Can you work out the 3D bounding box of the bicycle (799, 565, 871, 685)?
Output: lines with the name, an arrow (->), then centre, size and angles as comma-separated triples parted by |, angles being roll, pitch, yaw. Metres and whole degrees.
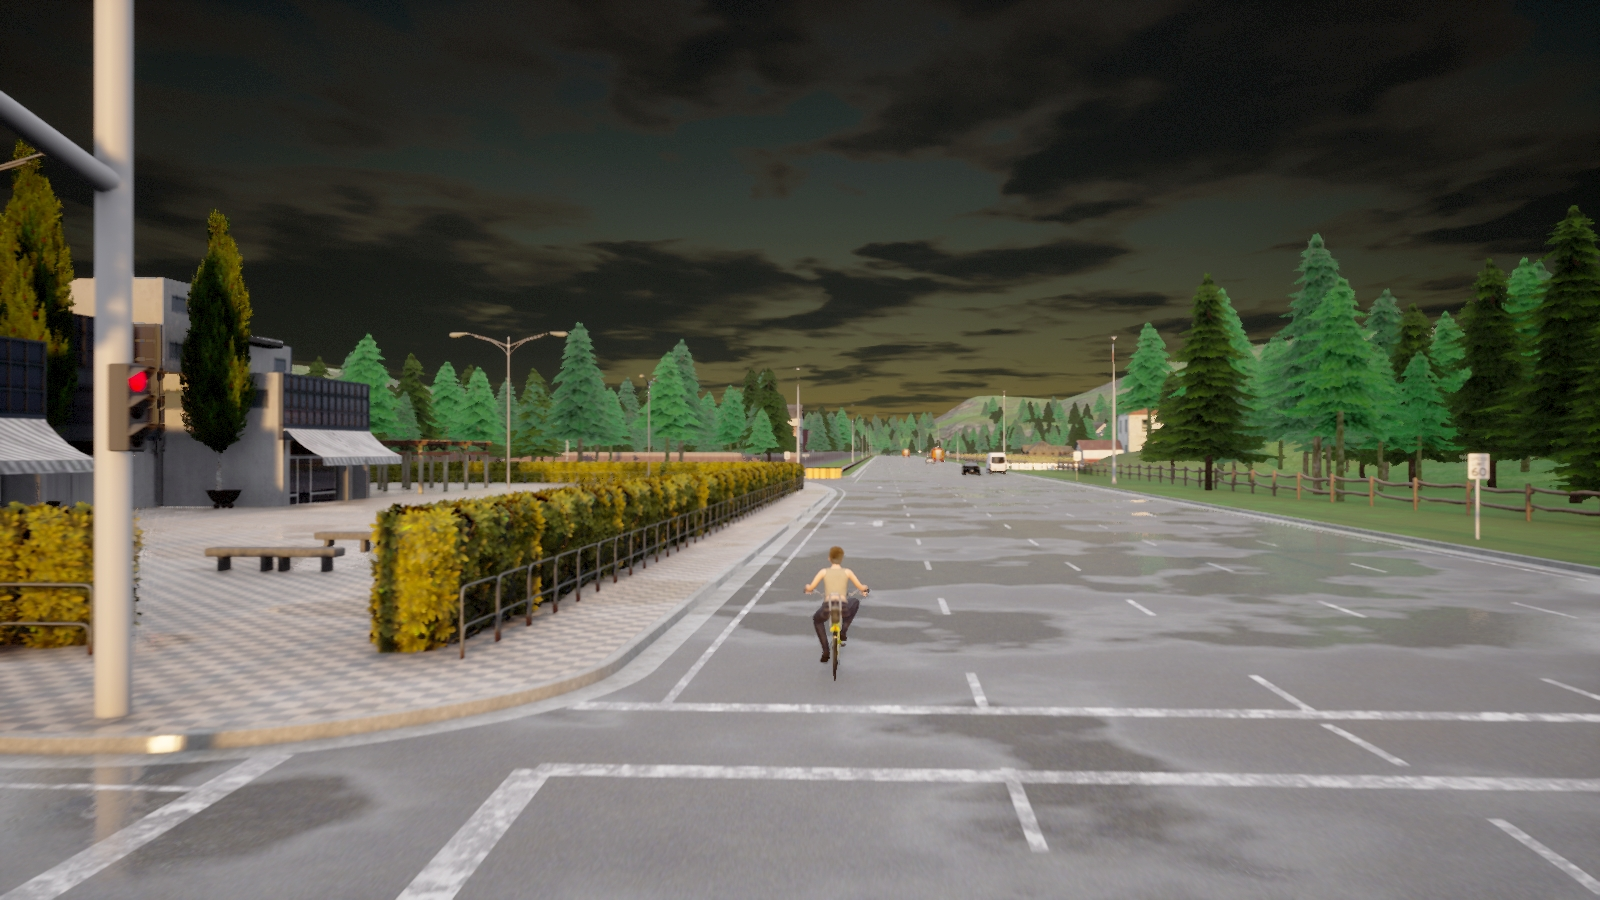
bicycle -> 0.456, 2.168, 14.406 | 0.859, 1.276, 1.487 | 0, 0, 3
